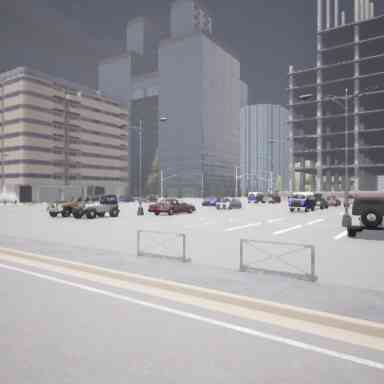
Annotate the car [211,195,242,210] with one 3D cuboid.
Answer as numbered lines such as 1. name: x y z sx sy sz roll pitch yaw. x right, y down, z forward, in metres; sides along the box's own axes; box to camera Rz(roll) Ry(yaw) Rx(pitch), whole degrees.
1. car: 4.408 1.393 39.810 1.970 1.475 3.806 0 0 34

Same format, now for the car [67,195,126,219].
1. car: -7.610 1.154 26.848 1.905 1.878 3.866 0 0 34

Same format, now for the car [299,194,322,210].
1. car: 17.640 1.393 49.097 1.970 1.475 3.806 0 0 34

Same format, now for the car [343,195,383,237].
1. car: 8.674 1.153 15.897 1.905 1.878 3.866 0 0 34

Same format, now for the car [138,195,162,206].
1. car: -8.952 1.403 67.852 2.097 1.767 4.553 0 0 34

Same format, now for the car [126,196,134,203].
1. car: -13.825 1.472 66.886 1.882 1.535 5.008 0 0 34

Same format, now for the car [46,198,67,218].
1. car: -9.978 1.151 28.513 1.932 1.855 4.605 0 0 34

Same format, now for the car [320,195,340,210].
1. car: 20.039 1.362 47.476 1.784 1.438 3.905 0 0 34
